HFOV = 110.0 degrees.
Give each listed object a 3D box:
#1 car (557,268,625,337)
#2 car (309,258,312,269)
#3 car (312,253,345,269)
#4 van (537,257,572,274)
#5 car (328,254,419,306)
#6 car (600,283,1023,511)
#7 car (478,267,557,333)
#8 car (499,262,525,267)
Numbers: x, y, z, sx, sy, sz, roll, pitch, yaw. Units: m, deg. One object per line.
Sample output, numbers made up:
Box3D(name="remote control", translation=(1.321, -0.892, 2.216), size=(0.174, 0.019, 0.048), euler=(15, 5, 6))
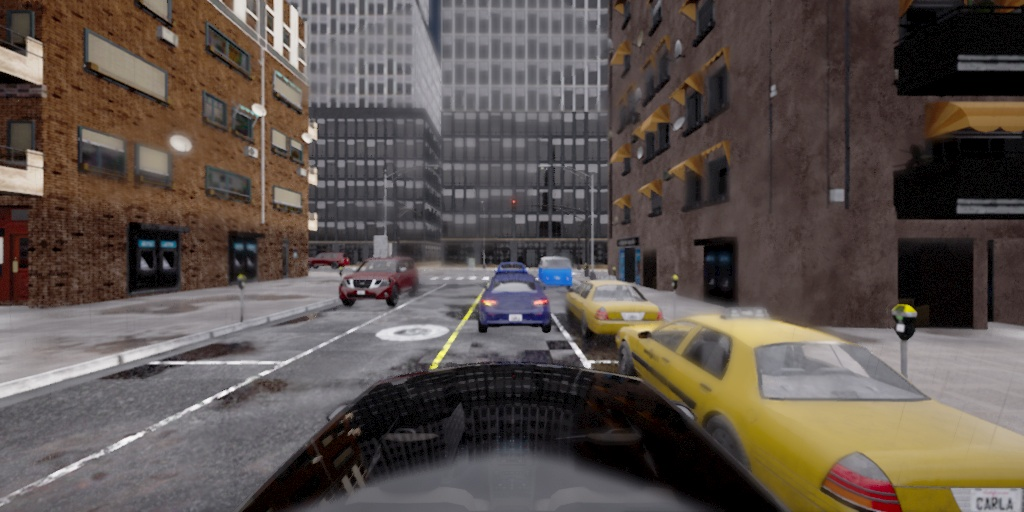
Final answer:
Box3D(name="car", translation=(2.523, 1.216, 9.864), size=(1.751, 1.417, 4.829), euler=(0, 0, 0))
Box3D(name="car", translation=(-21.043, 0.849, 32.631), size=(4.207, 1.307, 1.802), euler=(0, 0, -1))
Box3D(name="car", translation=(-21.141, 0.566, 40.771), size=(5.009, 1.841, 2.192), euler=(0, 0, -1))
Box3D(name="van", translation=(2.446, 0.949, 20.974), size=(1.690, 1.789, 3.998), euler=(0, 0, 0))
Box3D(name="car", translation=(-5.395, 0.965, 15.280), size=(2.192, 1.841, 5.009), euler=(0, 0, 0))
Box3D(name="car", translation=(2.562, 1.258, 4.224), size=(1.751, 1.417, 4.829), euler=(0, 0, 0))
Box3D(name="car", translation=(0.051, 1.211, 10.374), size=(1.812, 1.442, 4.674), euler=(0, 0, -1))
Box3D(name="car", translation=(-0.015, 1.089, 20.634), size=(1.882, 1.535, 5.008), euler=(0, 0, 0))
